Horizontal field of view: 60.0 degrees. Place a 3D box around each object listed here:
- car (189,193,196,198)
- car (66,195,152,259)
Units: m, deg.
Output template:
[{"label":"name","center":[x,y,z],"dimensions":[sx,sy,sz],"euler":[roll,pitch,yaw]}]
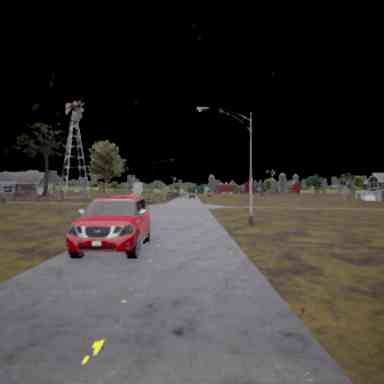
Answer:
[{"label":"car","center":[0.028,0.946,91.713],"dimensions":[1.882,1.535,5.008],"euler":[0,0,0]},{"label":"car","center":[-2.845,1.166,12.681],"dimensions":[2.150,2.045,5.566],"euler":[0,0,0]}]
